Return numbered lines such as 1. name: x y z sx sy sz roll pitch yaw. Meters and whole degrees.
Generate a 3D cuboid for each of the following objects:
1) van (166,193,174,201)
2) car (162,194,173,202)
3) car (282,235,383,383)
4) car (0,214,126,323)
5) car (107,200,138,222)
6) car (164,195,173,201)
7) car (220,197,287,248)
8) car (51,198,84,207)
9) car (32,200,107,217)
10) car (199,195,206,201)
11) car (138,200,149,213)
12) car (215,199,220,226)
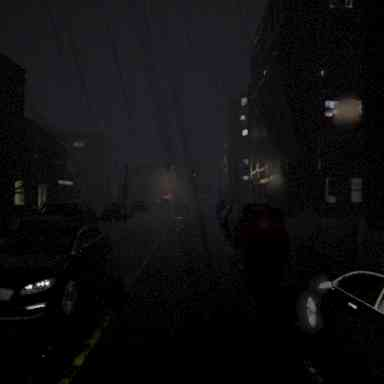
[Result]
1. van: -5.665 1.274 85.722 1.690 1.788 3.998 1 0 0
2. car: -5.747 1.487 74.353 1.887 1.381 4.507 1 0 0
3. car: 2.704 1.548 3.946 2.008 1.369 4.403 1 0 0
4. car: -3.100 1.486 7.472 2.128 1.511 4.902 0 0 0
5. car: -5.672 1.421 25.583 1.967 1.590 4.097 1 0 0
6. car: -5.670 1.482 80.034 1.887 1.381 4.507 1 0 0
7. car: 2.709 1.305 14.760 2.192 1.841 5.009 1 0 0
8. car: -19.296 1.574 51.652 4.507 1.381 1.887 0 -1 1
9. car: -5.671 1.304 14.768 2.192 1.841 5.009 1 0 0
10. car: 2.713 1.373 85.782 1.967 1.590 4.097 1 0 0
11. car: -5.674 1.524 36.397 2.008 1.369 4.403 1 0 0
12. car: 2.707 1.426 20.167 1.967 1.590 4.097 1 0 0
